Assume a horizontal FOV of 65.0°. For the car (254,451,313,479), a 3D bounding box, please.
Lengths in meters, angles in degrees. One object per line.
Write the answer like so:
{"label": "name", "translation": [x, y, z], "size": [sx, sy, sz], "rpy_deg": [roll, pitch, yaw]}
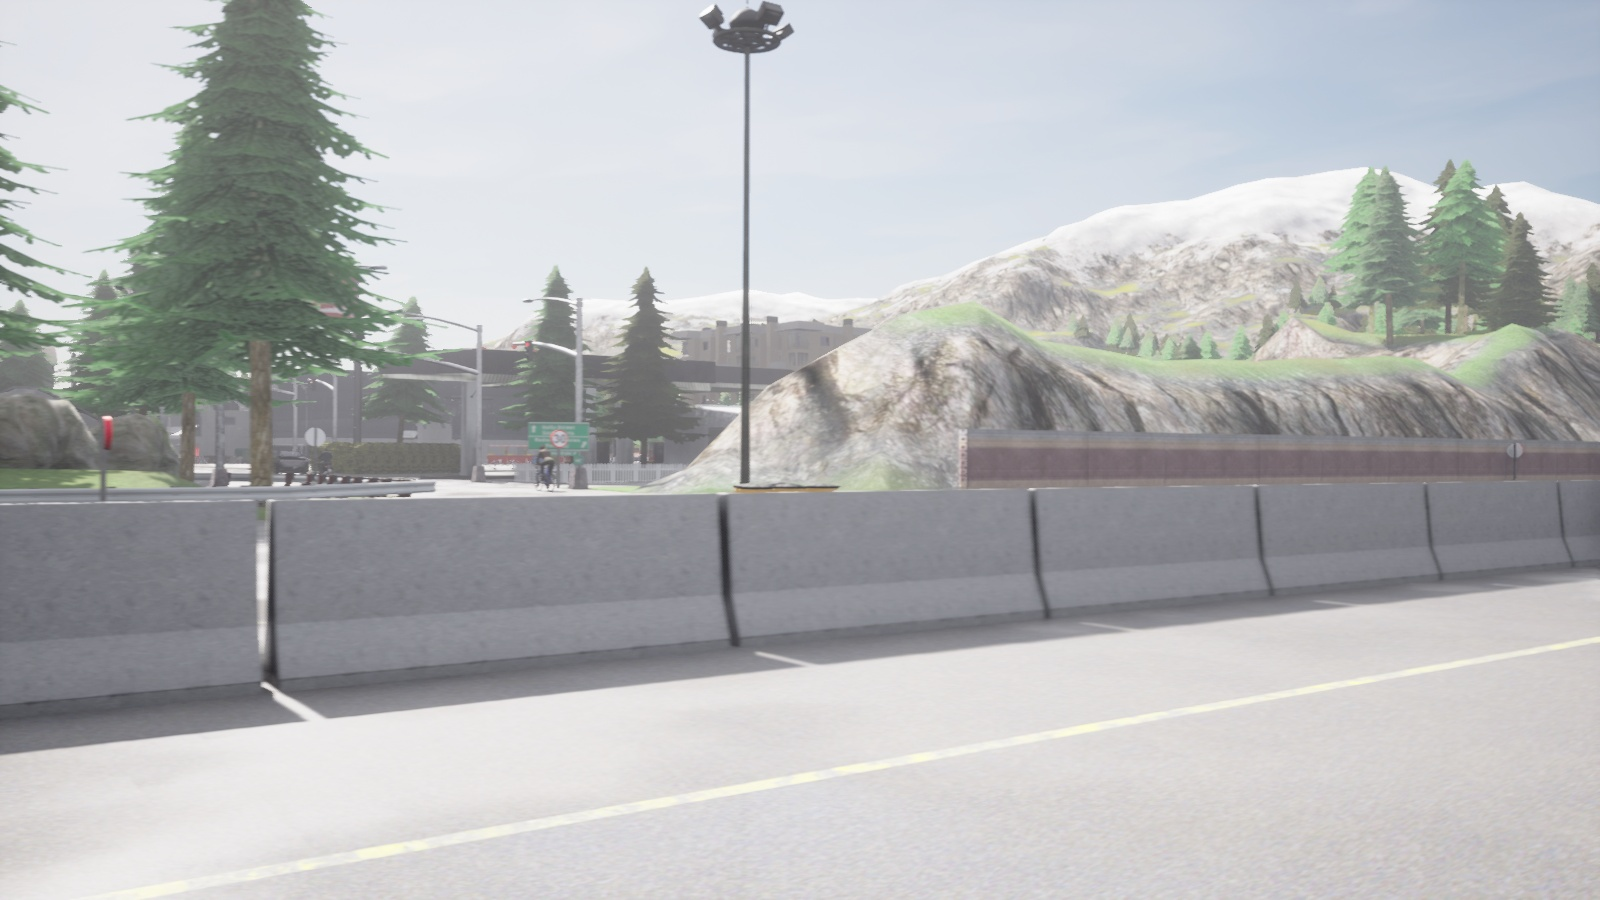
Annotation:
{"label": "car", "translation": [-30.397, 0.879, 73.795], "size": [2.128, 1.511, 4.902], "rpy_deg": [2, 0, -35]}

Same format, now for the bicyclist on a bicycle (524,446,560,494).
{"label": "bicyclist on a bicycle", "translation": [-8.900, 0.686, 43.253], "size": [0.582, 1.620, 1.656], "rpy_deg": [0, -1, -36]}
